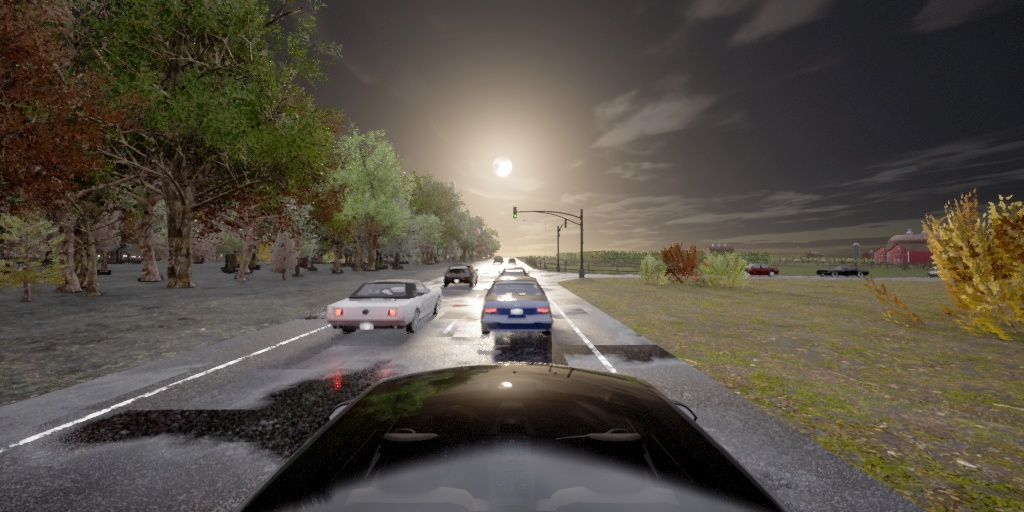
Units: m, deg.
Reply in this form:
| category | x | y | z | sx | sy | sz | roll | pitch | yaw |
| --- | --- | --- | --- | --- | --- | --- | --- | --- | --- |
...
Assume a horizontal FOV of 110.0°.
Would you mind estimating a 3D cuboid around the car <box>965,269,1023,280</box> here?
| category | x | y | z | sx | sy | sz | roll | pitch | yaw |
| --- | --- | --- | --- | --- | --- | --- | --- | --- | --- |
| car | 51.435 | 1.909 | 37.956 | 4.718 | 1.301 | 1.895 | 1 | -1 | 1 |

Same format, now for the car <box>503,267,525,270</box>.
| category | x | y | z | sx | sy | sz | roll | pitch | yaw |
| --- | --- | --- | --- | --- | --- | --- | --- | --- | --- |
| car | 0.115 | 1.318 | 20.270 | 1.994 | 1.385 | 4.181 | 0 | 0 | 0 |

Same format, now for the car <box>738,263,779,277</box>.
| category | x | y | z | sx | sy | sz | roll | pitch | yaw |
| --- | --- | --- | --- | --- | --- | --- | --- | --- | --- |
| car | 28.132 | 1.592 | 41.704 | 5.008 | 1.535 | 1.882 | 1 | -1 | 0 |

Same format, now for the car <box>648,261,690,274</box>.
| category | x | y | z | sx | sy | sz | roll | pitch | yaw |
| --- | --- | --- | --- | --- | --- | --- | --- | --- | --- |
| car | 18.101 | 1.357 | 41.782 | 4.553 | 1.767 | 2.097 | 1 | -1 | 1 |

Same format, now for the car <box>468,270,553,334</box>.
| category | x | y | z | sx | sy | sz | roll | pitch | yaw |
| --- | --- | --- | --- | --- | --- | --- | --- | --- | --- |
| car | 0.104 | 1.300 | 10.612 | 2.033 | 1.411 | 5.357 | 0 | 0 | 0 |

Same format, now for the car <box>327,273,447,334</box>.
| category | x | y | z | sx | sy | sz | roll | pitch | yaw |
| --- | --- | --- | --- | --- | --- | --- | --- | --- | --- |
| car | -3.395 | 1.353 | 10.613 | 1.895 | 1.301 | 4.718 | 0 | 0 | 0 |

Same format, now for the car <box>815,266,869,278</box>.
| category | x | y | z | sx | sy | sz | roll | pitch | yaw |
| --- | --- | --- | --- | --- | --- | --- | --- | --- | --- |
| car | 38.276 | 1.826 | 41.651 | 4.718 | 1.301 | 1.895 | 1 | -1 | 1 |

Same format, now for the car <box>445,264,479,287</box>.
| category | x | y | z | sx | sy | sz | roll | pitch | yaw |
| --- | --- | --- | --- | --- | --- | --- | --- | --- | --- |
| car | -3.391 | 1.260 | 24.368 | 1.837 | 1.490 | 4.892 | 0 | 0 | 0 |
